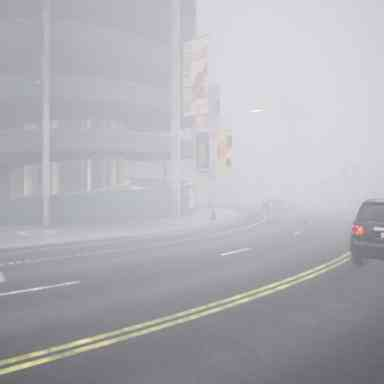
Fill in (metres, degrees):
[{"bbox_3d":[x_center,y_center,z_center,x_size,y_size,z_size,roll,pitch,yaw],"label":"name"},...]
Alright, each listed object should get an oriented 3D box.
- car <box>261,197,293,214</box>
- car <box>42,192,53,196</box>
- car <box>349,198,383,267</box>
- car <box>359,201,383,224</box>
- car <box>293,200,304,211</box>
[{"bbox_3d":[8.745,1.360,35.326,2.097,1.767,4.553,0,0,0],"label":"car"},{"bbox_3d":[-24.883,1.075,58.238,2.435,2.045,5.566,0,0,-36],"label":"car"},{"bbox_3d":[6.790,1.221,10.672,2.150,2.045,5.566,0,0,40],"label":"car"},{"bbox_3d":[14.527,1.504,25.948,1.837,1.490,4.892,0,0,16],"label":"car"},{"bbox_3d":[11.979,1.556,41.692,2.033,1.411,5.357,0,0,-9],"label":"car"}]
